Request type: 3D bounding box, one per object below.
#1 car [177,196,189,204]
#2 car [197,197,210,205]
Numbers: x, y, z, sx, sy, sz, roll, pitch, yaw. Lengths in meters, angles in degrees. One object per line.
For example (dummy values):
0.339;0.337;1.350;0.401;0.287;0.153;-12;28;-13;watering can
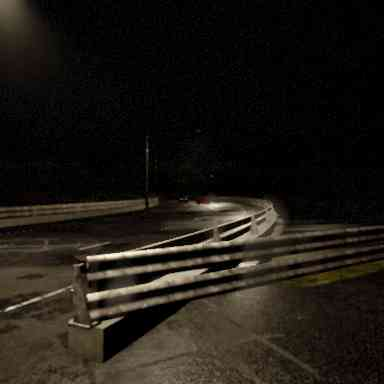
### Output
-1.650;1.535;62.311;2.128;1.511;4.902;0;0;-4;car
1.995;1.611;59.625;1.994;1.385;4.181;0;0;-5;car
